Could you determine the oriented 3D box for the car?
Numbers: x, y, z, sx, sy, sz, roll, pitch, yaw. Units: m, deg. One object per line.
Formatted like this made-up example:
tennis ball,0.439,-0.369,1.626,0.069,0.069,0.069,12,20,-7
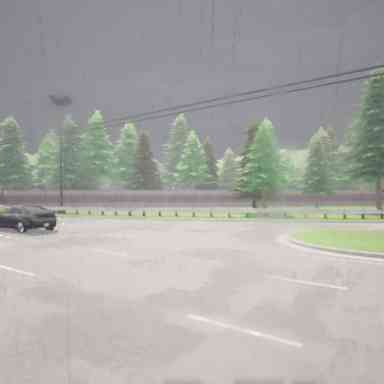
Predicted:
car,-9.959,1.555,19.690,4.892,1.490,1.837,0,0,35
